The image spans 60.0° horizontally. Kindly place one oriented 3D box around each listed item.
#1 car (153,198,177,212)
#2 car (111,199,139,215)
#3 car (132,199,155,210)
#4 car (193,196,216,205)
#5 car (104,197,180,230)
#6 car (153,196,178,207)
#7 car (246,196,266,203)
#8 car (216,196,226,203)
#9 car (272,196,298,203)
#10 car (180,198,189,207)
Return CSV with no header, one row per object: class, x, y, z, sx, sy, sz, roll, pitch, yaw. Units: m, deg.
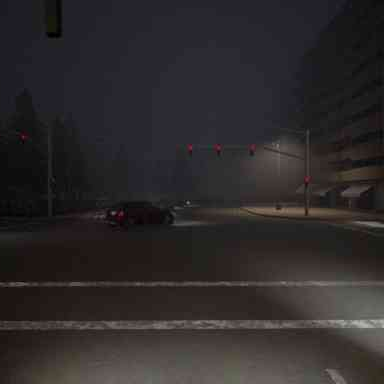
car,-3.208,1.491,40.629,2.128,1.511,4.902,0,0,4
car,-6.945,1.526,35.047,1.812,1.442,4.674,0,0,2
car,-6.398,1.601,44.125,1.895,1.301,4.718,0,0,6
car,2.003,1.601,59.585,1.895,1.301,4.718,0,0,31
car,-3.354,1.385,21.882,2.097,1.767,4.553,-1,0,45
car,-4.269,1.491,53.968,2.128,1.511,4.902,0,0,20
car,13.156,1.477,68.031,5.008,1.535,1.882,0,0,-41
car,5.312,1.523,70.215,2.128,1.511,4.902,0,0,42
car,18.520,1.478,67.542,5.008,1.535,1.882,0,0,-33
car,-1.891,1.547,50.358,2.033,1.411,5.357,0,0,15
